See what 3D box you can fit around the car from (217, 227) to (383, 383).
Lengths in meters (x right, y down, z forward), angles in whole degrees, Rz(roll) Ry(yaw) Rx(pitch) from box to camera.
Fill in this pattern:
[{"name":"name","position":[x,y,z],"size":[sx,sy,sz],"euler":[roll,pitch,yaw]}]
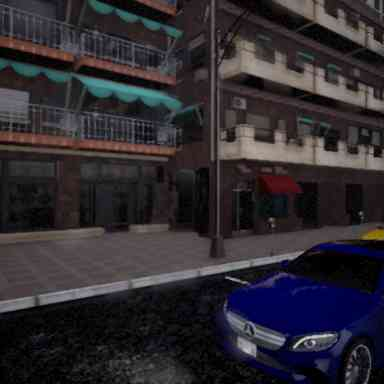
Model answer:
[{"name":"car","position":[2.537,1.529,5.182],"size":[4.674,1.442,1.812],"euler":[0,0,-35]}]
